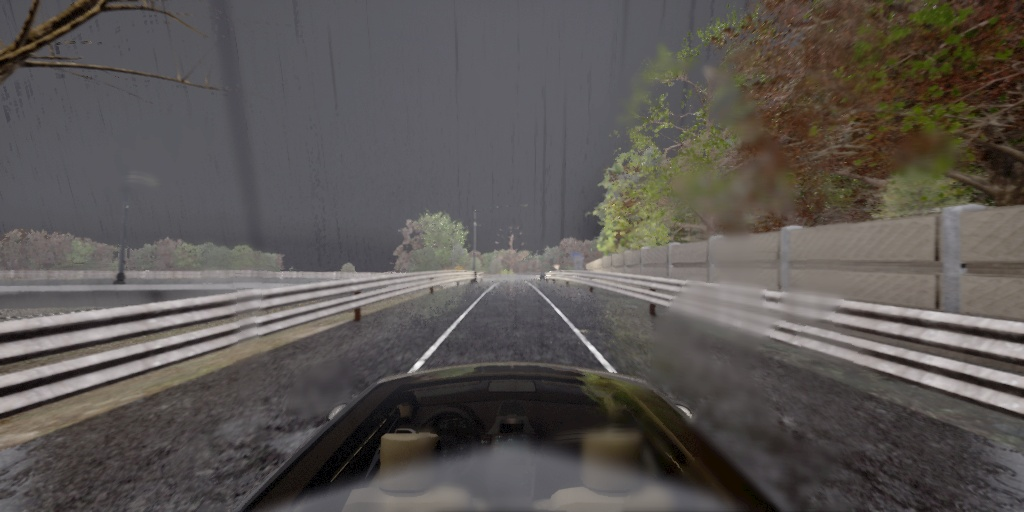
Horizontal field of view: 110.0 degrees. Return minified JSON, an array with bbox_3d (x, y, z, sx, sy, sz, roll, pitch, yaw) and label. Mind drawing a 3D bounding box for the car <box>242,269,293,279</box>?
[{"bbox_3d":[-28.390,2.292,41.717,4.902,1.511,2.128,2,-4,-33],"label":"car"}]
